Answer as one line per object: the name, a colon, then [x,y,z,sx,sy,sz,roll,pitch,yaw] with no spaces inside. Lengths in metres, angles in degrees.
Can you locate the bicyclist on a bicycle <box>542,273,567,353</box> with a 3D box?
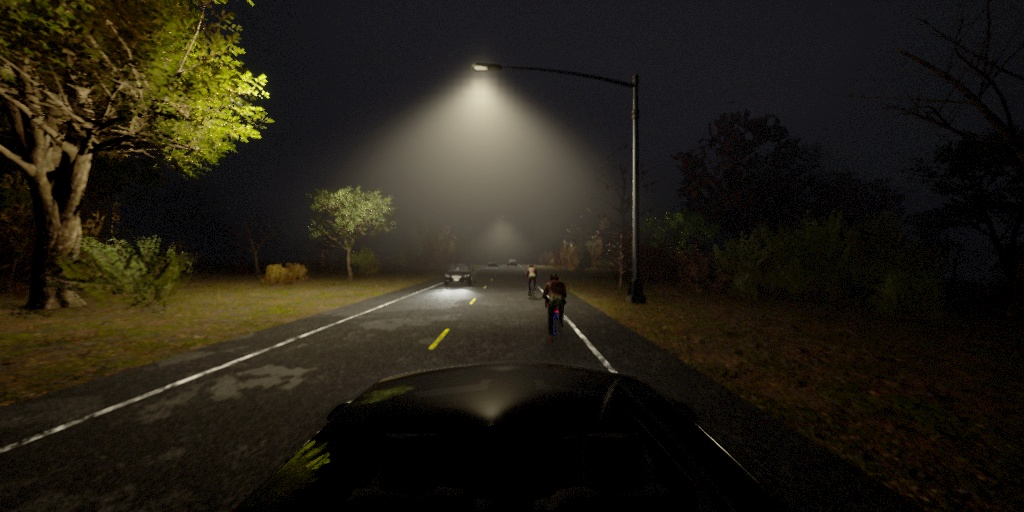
bicyclist on a bicycle: [0.962,1.211,7.969,0.582,1.620,1.656,0,0,0]

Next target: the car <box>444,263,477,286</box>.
car: [-3.599,1.279,25.666,2.128,1.511,4.902,0,0,0]

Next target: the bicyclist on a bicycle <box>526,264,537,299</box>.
bicyclist on a bicycle: [0.962,1.225,17.223,0.582,1.620,1.656,0,0,0]
